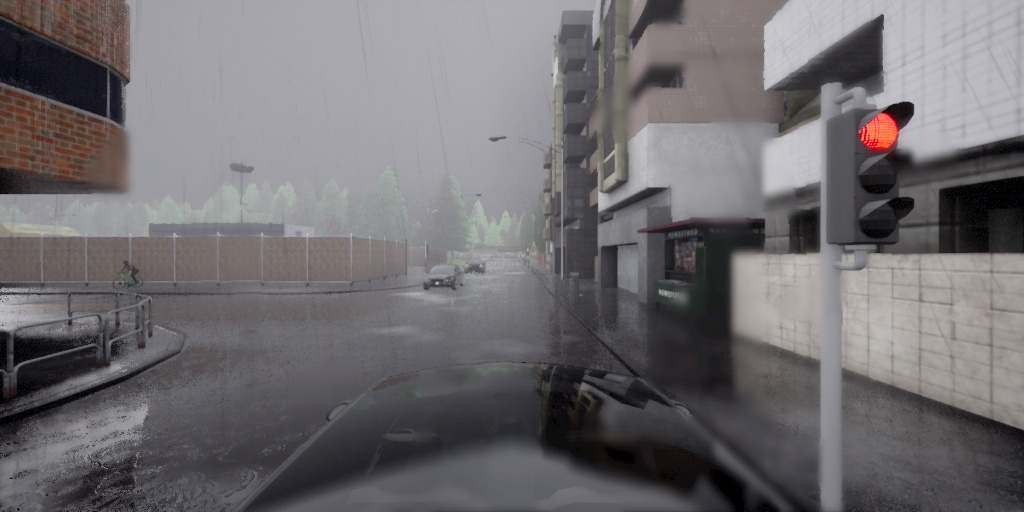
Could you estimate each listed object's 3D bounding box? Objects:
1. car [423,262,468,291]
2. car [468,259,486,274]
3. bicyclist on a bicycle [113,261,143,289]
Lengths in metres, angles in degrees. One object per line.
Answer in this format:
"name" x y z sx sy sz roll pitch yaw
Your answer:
"car" -4.110 1.247 22.108 1.837 1.490 4.892 0 0 0
"car" -4.109 1.089 40.662 2.097 1.767 4.553 0 0 0
"bicyclist on a bicycle" -22.184 1.093 20.738 0.582 1.620 1.656 0 0 0
